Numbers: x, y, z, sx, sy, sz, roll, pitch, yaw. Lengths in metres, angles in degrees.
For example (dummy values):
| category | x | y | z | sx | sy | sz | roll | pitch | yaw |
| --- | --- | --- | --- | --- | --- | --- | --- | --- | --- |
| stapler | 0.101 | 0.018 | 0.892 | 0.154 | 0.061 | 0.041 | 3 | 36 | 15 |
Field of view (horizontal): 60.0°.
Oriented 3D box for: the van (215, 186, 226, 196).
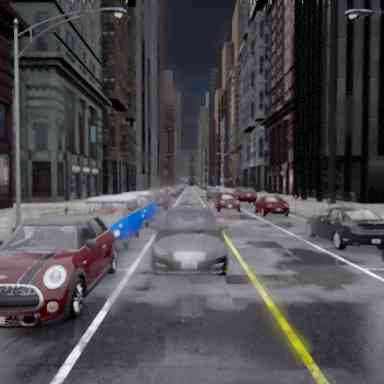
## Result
| category | x | y | z | sx | sy | sz | roll | pitch | yaw |
| --- | --- | --- | --- | --- | --- | --- | --- | --- | --- |
| van | 5.304 | -0.268 | 63.147 | 1.690 | 1.788 | 3.998 | 0 | 1 | 0 |

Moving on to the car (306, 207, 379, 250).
| category | x | y | z | sx | sy | sz | roll | pitch | yaw |
| --- | --- | --- | --- | --- | --- | --- | --- | --- | --- |
| car | 5.672 | 1.227 | 12.444 | 2.008 | 1.369 | 4.403 | 0 | 1 | 0 |

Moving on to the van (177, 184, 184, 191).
| category | x | y | z | sx | sy | sz | roll | pitch | yaw |
| --- | --- | --- | --- | --- | --- | --- | --- | --- | --- |
| van | -3.302 | -0.552 | 74.343 | 1.690 | 1.788 | 3.998 | 0 | 1 | 0 |

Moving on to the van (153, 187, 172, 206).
| category | x | y | z | sx | sy | sz | roll | pitch | yaw |
| --- | --- | --- | --- | --- | --- | --- | --- | --- | --- |
| van | -3.016 | 0.436 | 34.898 | 1.690 | 1.788 | 3.998 | 0 | 1 | 0 |

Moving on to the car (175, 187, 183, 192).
| category | x | y | z | sx | sy | sz | roll | pitch | yaw |
| --- | --- | --- | --- | --- | --- | --- | --- | --- | --- |
| car | -3.383 | -0.608 | 85.618 | 1.947 | 1.339 | 4.313 | 0 | 1 | 0 |

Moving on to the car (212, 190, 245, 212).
| category | x | y | z | sx | sy | sz | roll | pitch | yaw |
| --- | --- | --- | --- | --- | --- | --- | --- | --- | --- |
| car | 2.863 | 0.818 | 27.314 | 1.812 | 1.442 | 4.674 | 0 | 2 | 0 |

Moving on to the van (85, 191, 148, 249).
| category | x | y | z | sx | sy | sz | roll | pitch | yaw |
| --- | --- | --- | --- | --- | --- | --- | --- | --- | --- |
| van | -2.853 | 1.014 | 12.361 | 1.690 | 1.788 | 3.998 | 0 | 1 | 0 |

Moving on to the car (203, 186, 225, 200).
| category | x | y | z | sx | sy | sz | roll | pitch | yaw |
| --- | --- | --- | --- | --- | --- | --- | --- | --- | --- |
| car | 2.751 | 0.411 | 42.535 | 1.837 | 1.490 | 4.892 | 0 | 2 | 0 |

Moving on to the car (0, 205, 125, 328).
| category | x | y | z | sx | sy | sz | roll | pitch | yaw |
| --- | --- | --- | --- | --- | --- | --- | --- | --- | --- |
| car | -2.812 | 1.259 | 6.730 | 1.967 | 1.590 | 4.097 | 0 | 1 | 0 |

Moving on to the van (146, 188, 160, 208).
| category | x | y | z | sx | sy | sz | roll | pitch | yaw |
| --- | --- | --- | --- | --- | --- | --- | --- | --- | --- |
| van | -2.893 | 0.869 | 17.996 | 1.690 | 1.788 | 3.998 | 0 | 1 | 0 |

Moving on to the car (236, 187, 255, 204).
| category | x | y | z | sx | sy | sz | roll | pitch | yaw |
| --- | --- | --- | --- | --- | --- | --- | --- | --- | --- |
| car | 5.509 | 0.413 | 34.974 | 2.192 | 1.841 | 5.009 | 0 | 1 | 0 |

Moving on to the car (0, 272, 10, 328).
| category | x | y | z | sx | sy | sz | roll | pitch | yaw |
| --- | --- | --- | --- | --- | --- | --- | --- | --- | --- |
| car | -2.771 | 1.531 | 1.098 | 1.947 | 1.339 | 4.313 | 0 | 1 | 0 |

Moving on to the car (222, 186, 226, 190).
| category | x | y | z | sx | sy | sz | roll | pitch | yaw |
| --- | --- | --- | --- | --- | --- | --- | --- | --- | --- |
| car | 5.344 | 0.052 | 57.688 | 1.752 | 1.417 | 4.829 | 0 | 1 | 0 |

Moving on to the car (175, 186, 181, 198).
| category | x | y | z | sx | sy | sz | roll | pitch | yaw |
| --- | --- | --- | --- | --- | --- | --- | --- | --- | --- |
| car | -3.138 | 0.213 | 51.808 | 1.887 | 1.381 | 4.507 | 0 | 1 | 0 |

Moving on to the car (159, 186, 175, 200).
| category | x | y | z | sx | sy | sz | roll | pitch | yaw |
| --- | --- | --- | --- | --- | --- | --- | --- | --- | --- |
| car | -2.975 | 0.553 | 29.264 | 2.192 | 1.841 | 5.009 | 0 | 1 | 0 |

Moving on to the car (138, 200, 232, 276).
| category | x | y | z | sx | sy | sz | roll | pitch | yaw |
| --- | --- | --- | --- | --- | --- | --- | --- | --- | --- |
| car | -0.068 | 1.233 | 9.614 | 2.128 | 1.511 | 4.902 | 0 | 2 | 0 |

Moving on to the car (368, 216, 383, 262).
| category | x | y | z | sx | sy | sz | roll | pitch | yaw |
| --- | --- | --- | --- | --- | --- | --- | --- | --- | --- |
| car | 5.713 | 1.404 | 6.811 | 1.802 | 1.307 | 4.206 | 0 | 1 | 0 |

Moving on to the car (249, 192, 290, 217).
| category | x | y | z | sx | sy | sz | roll | pitch | yaw |
| --- | --- | --- | --- | --- | --- | --- | --- | --- | --- |
| car | 5.591 | 0.931 | 23.712 | 1.887 | 1.381 | 4.507 | 0 | 1 | 0 |

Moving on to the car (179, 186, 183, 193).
| category | x | y | z | sx | sy | sz | roll | pitch | yaw |
| --- | --- | --- | --- | --- | --- | --- | --- | --- | --- |
| car | -3.220 | -0.047 | 63.078 | 1.947 | 1.339 | 4.313 | 0 | 1 | 0 |
